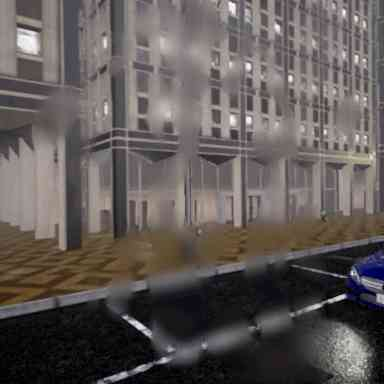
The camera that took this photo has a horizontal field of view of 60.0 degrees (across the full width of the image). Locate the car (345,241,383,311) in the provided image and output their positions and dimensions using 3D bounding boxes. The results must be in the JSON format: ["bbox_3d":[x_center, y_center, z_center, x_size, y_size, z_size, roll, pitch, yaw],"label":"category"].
[{"bbox_3d":[4.972,1.420,6.614,4.674,1.442,1.812,-1,1,-35],"label":"car"}]
